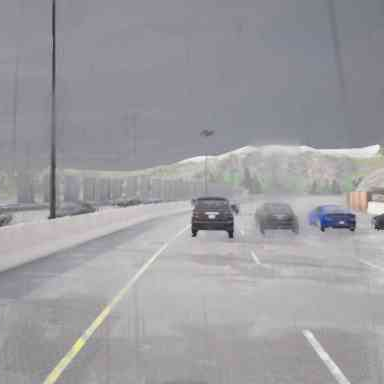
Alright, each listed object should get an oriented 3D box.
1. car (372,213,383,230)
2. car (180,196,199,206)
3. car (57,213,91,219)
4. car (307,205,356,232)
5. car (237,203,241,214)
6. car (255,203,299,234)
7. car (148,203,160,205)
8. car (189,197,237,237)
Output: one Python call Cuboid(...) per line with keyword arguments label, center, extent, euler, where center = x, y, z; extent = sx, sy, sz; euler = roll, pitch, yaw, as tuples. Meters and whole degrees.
Cuboid(label="car", center=(11.863, 1.635, 18.757), extent=(1.994, 1.385, 4.181), euler=(0, 0, 7))
Cuboid(label="car", center=(-0.413, 1.610, 59.470), extent=(1.882, 1.535, 5.008), euler=(0, 0, 19))
Cuboid(label="car", center=(-8.755, 1.538, 24.495), extent=(1.837, 1.490, 4.892), euler=(0, 0, 8))
Cuboid(label="car", center=(8.598, 1.546, 20.833), extent=(1.882, 1.535, 5.008), euler=(0, 0, 7))
Cuboid(label="car", center=(4.235, 1.617, 36.417), extent=(1.812, 1.442, 4.674), euler=(0, 0, 12))
Cuboid(label="car", center=(4.963, 1.409, 19.947), extent=(2.097, 1.767, 4.553), euler=(0, 0, 7))
Cuboid(label="car", center=(-6.070, 1.629, 53.209), extent=(1.812, 1.442, 4.674), euler=(0, 0, 17))
Cuboid(label="car", center=(1.228, 1.266, 18.428), extent=(2.150, 2.045, 5.566), euler=(0, 0, 6))
